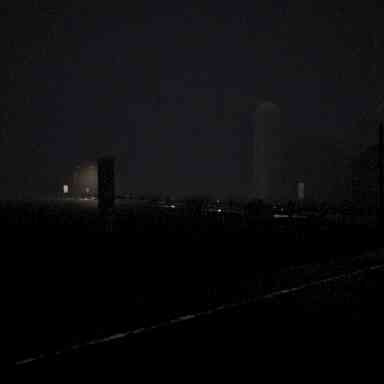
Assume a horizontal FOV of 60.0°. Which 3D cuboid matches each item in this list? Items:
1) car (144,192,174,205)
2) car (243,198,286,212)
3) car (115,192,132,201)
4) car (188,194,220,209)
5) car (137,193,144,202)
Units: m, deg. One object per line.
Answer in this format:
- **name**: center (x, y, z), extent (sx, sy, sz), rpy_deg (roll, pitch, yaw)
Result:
- **car**: center (-4.566, 0.965, 48.607), extent (2.097, 1.767, 4.553), rpy_deg (-1, 1, -36)
- **car**: center (6.979, 1.326, 32.591), extent (1.812, 1.442, 4.674), rpy_deg (-1, 1, -35)
- **car**: center (-13.623, 0.752, 66.004), extent (2.097, 1.767, 4.553), rpy_deg (-1, 1, -36)
- **car**: center (1.319, 1.061, 40.432), extent (2.097, 1.767, 4.553), rpy_deg (-1, 1, -36)
- **car**: center (-7.842, 0.849, 58.060), extent (2.097, 1.767, 4.553), rpy_deg (-1, 1, -35)
